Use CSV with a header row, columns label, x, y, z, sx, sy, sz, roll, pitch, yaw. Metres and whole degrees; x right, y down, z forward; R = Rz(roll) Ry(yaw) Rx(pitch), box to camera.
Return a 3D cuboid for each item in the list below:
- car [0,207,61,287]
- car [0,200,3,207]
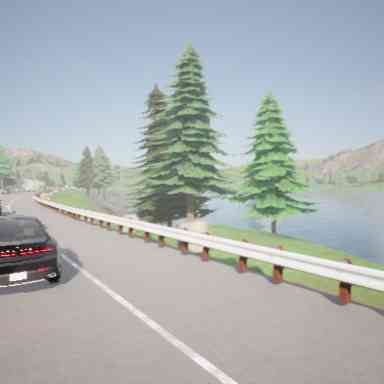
label,x,y,z,sx,sy,sz,roll,pitch,yaw
car,-4.686,1.347,8.423,1.837,1.490,4.892,-2,2,-34
car,-15.494,1.063,25.266,2.128,1.511,4.902,-2,2,-31
